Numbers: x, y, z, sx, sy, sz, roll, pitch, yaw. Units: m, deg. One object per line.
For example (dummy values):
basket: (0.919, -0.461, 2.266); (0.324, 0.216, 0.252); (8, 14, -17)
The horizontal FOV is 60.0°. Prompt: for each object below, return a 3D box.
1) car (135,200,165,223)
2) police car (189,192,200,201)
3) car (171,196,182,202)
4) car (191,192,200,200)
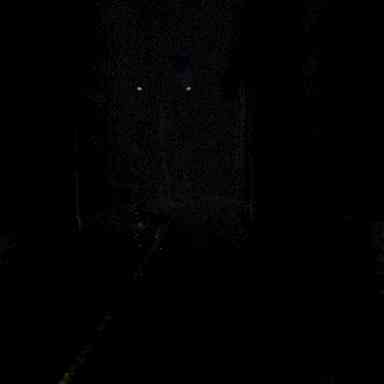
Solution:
car: (-3.086, 1.379, 25.086); (1.882, 1.535, 5.008); (0, 0, 0)
police car: (0.909, 1.180, 79.291); (1.930, 1.638, 5.238); (0, 0, 0)
car: (-3.008, 1.371, 65.319); (1.895, 1.301, 4.718); (0, 0, 0)
car: (0.911, 0.972, 89.211); (2.150, 2.045, 5.566); (0, 0, 0)
